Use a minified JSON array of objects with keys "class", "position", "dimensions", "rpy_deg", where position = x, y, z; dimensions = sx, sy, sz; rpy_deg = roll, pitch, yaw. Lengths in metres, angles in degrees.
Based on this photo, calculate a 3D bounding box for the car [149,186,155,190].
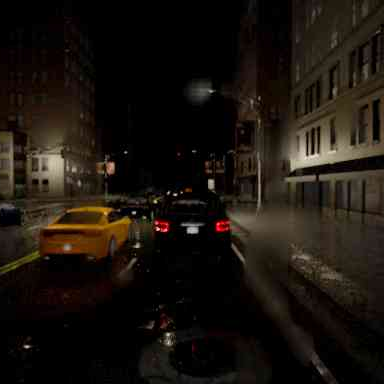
[{"class":"car","position":[-7.256,0.004,70.163],"dimensions":[1.994,1.385,4.181],"rpy_deg":[0,1,-1]}]

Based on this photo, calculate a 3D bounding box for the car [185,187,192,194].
[{"class":"car","position":[-0.895,-0.366,83.067],"dimensions":[1.882,1.535,5.008],"rpy_deg":[0,1,-1]}]

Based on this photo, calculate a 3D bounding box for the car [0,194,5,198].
[{"class":"car","position":[-25.825,0.678,41.829],"dimensions":[4.313,1.339,1.947],"rpy_deg":[0,1,0]}]

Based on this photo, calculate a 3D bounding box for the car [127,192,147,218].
[{"class":"car","position":[-3.383,0.998,21.818],"dimensions":[1.882,1.535,5.008],"rpy_deg":[0,1,0]}]

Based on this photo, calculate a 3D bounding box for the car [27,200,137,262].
[{"class":"car","position":[-3.267,1.234,11.094],"dimensions":[1.882,1.535,5.008],"rpy_deg":[0,1,-1]}]

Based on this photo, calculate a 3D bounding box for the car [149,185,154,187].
[{"class":"car","position":[-10.675,-0.689,85.699],"dimensions":[2.150,2.045,5.566],"rpy_deg":[0,1,-1]}]

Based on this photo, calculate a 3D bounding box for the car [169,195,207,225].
[{"class":"car","position":[-0.224,1.025,21.127],"dimensions":[2.128,1.511,4.902],"rpy_deg":[0,1,-1]}]

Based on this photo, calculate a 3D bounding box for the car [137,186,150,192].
[{"class":"car","position":[-10.506,0.008,70.128],"dimensions":[1.994,1.385,4.181],"rpy_deg":[0,1,-1]}]

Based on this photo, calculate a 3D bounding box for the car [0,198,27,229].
[{"class":"car","position":[-10.002,1.206,16.551],"dimensions":[1.994,1.385,4.181],"rpy_deg":[0,1,0]}]

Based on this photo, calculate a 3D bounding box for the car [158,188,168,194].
[{"class":"car","position":[-7.425,-0.379,85.771],"dimensions":[2.033,1.411,5.357],"rpy_deg":[0,1,-1]}]

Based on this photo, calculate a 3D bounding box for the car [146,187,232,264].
[{"class":"car","position":[-0.016,0.978,10.937],"dimensions":[2.150,2.045,5.566],"rpy_deg":[0,1,-1]}]

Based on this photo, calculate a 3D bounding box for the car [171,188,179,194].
[{"class":"car","position":[-4.149,-0.326,83.449],"dimensions":[1.812,1.442,4.674],"rpy_deg":[0,1,-1]}]

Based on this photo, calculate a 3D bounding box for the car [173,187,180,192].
[{"class":"car","position":[-4.258,-0.701,93.446],"dimensions":[1.837,1.490,4.892],"rpy_deg":[0,1,-1]}]
